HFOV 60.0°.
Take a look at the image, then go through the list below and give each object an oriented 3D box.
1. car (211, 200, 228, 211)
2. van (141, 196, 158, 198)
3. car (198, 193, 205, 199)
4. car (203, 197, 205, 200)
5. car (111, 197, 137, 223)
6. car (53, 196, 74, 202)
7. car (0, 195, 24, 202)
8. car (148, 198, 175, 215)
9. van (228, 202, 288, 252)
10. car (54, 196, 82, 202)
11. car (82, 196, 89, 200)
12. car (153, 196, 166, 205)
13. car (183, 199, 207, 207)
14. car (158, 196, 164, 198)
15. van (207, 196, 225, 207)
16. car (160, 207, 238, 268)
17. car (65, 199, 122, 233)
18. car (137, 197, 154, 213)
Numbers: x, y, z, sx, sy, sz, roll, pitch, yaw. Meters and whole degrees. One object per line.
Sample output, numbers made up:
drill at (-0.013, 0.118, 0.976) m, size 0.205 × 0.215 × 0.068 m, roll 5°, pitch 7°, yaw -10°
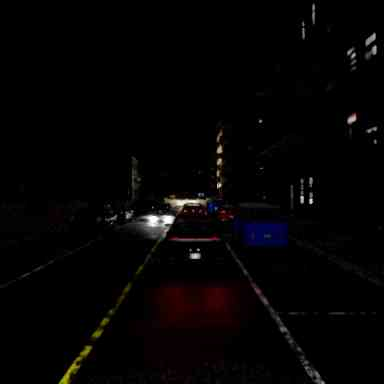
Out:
car at (2.698, 1.547, 25.046) m, size 1.887 × 1.381 × 4.507 m, roll 1°, pitch 0°, yaw 0°
van at (-5.649, 1.334, 41.949) m, size 1.690 × 1.788 × 3.998 m, roll 1°, pitch 0°, yaw 0°
car at (2.689, 1.478, 91.408) m, size 2.008 × 1.369 × 4.403 m, roll 1°, pitch 0°, yaw 0°
car at (2.695, 1.559, 41.983) m, size 1.947 × 1.339 × 4.313 m, roll 1°, pitch 0°, yaw 0°
car at (-5.649, 1.442, 25.012) m, size 1.967 × 1.590 × 4.097 m, roll 1°, pitch 0°, yaw 0°
car at (-30.689, 1.731, 79.347) m, size 4.206 × 1.307 × 1.802 m, roll 0°, pitch -1°, yaw 1°
car at (-42.924, 1.521, 79.470) m, size 5.009 × 1.841 × 2.192 m, roll 0°, pitch -1°, yaw 1°
car at (-3.103, 1.598, 34.477) m, size 1.895 × 1.301 × 4.718 m, roll 0°, pitch 0°, yaw 0°
van at (2.702, 1.344, 13.751) m, size 1.690 × 1.788 × 3.998 m, roll 1°, pitch 0°, yaw 0°
car at (-26.386, 1.453, 70.651) m, size 4.097 × 1.590 × 1.967 m, roll 0°, pitch -1°, yaw 1°
car at (-25.210, 1.690, 79.273) m, size 4.313 × 1.339 × 1.947 m, roll 0°, pitch -1°, yaw 1°
car at (-5.654, 1.522, 58.886) m, size 1.887 × 1.381 × 4.507 m, roll 1°, pitch 0°, yaw 0°
car at (0.088, 1.601, 29.895) m, size 1.895 × 1.301 × 4.718 m, roll 0°, pitch 0°, yaw 0°
car at (-5.652, 1.422, 53.241) m, size 1.967 × 1.590 × 4.097 m, roll 1°, pitch 0°, yaw 0°
van at (2.699, 1.338, 36.337) m, size 1.690 × 1.788 × 3.998 m, roll 1°, pitch 0°, yaw 0°
car at (0.085, 1.495, 11.266) m, size 2.128 × 1.511 × 4.902 m, roll 0°, pitch 0°, yaw 0°
car at (-5.654, 1.443, 19.366) m, size 1.967 × 1.590 × 4.097 m, roll 1°, pitch 0°, yaw 0°
car at (-5.651, 1.541, 36.303) m, size 1.887 × 1.381 × 4.507 m, roll 1°, pitch 0°, yaw 0°
